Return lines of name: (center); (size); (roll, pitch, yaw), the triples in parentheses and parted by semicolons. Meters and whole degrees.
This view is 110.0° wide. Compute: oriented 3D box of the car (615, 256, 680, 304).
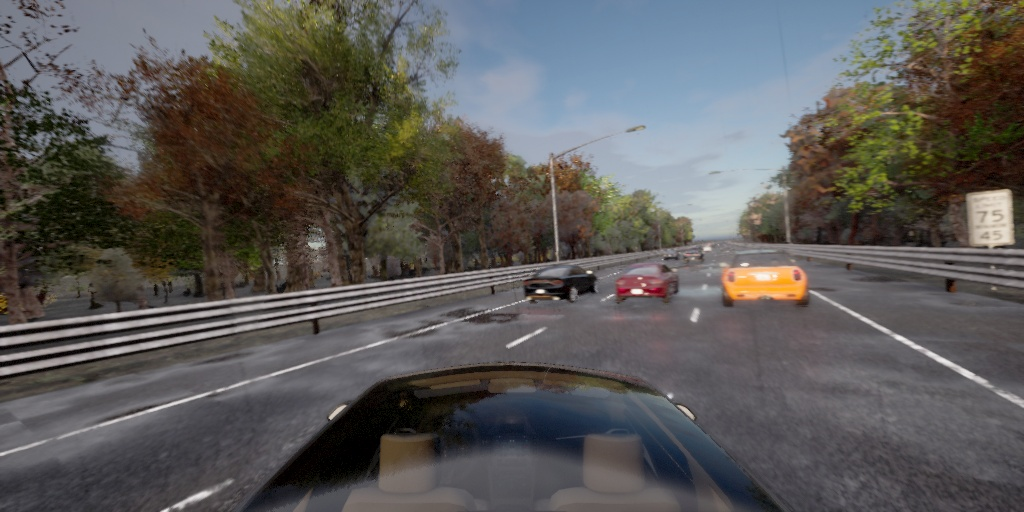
car: (5.316, 0.954, 13.970); (1.812, 1.442, 4.674); (-4, 0, 30)

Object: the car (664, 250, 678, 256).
car: (22.856, -0.118, 51.247); (2.033, 1.411, 5.357); (-4, 0, 30)

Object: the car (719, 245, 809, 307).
car: (8.280, 0.574, 12.132); (2.097, 1.767, 4.553); (-4, 0, 30)

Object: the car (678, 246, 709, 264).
car: (19.869, 0.001, 39.119); (2.128, 1.511, 4.902); (-4, 0, 30)

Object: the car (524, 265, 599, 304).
car: (2.302, 1.114, 15.742); (1.882, 1.535, 5.008); (-4, 0, 30)
